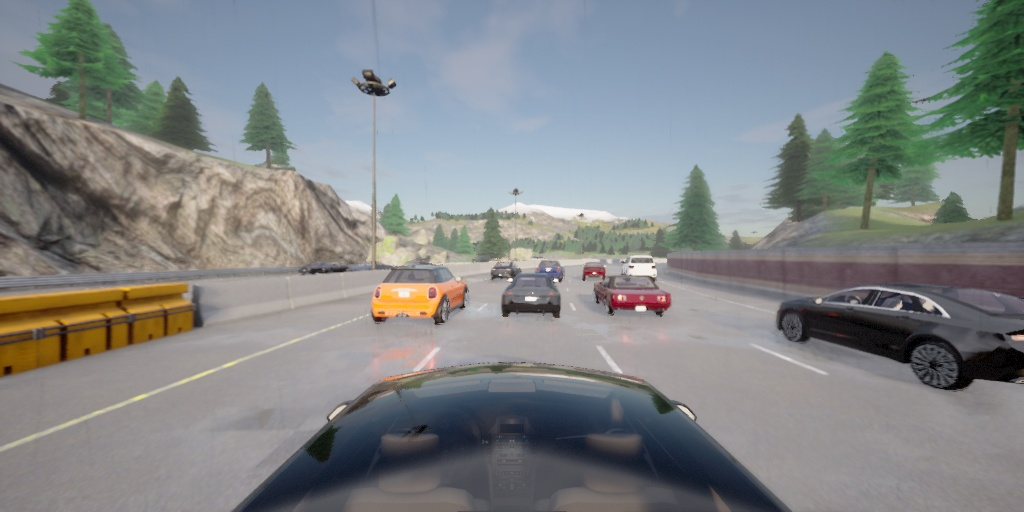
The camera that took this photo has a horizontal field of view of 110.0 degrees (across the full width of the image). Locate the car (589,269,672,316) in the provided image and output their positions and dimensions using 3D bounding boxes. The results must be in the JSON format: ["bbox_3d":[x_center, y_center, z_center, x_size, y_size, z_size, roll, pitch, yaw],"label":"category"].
[{"bbox_3d":[4.250,1.355,13.455,1.895,1.301,4.718,0,0,5],"label":"car"}]

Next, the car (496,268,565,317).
[{"bbox_3d":[0.759,1.309,13.194,1.994,1.385,4.181,0,0,5],"label":"car"}]

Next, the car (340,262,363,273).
[{"bbox_3d":[-13.756,1.243,34.870,2.033,1.411,5.357,0,0,13],"label":"car"}]

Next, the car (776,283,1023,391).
[{"bbox_3d":[7.307,1.257,6.763,2.128,1.511,4.902,0,0,2],"label":"car"}]

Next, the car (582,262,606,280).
[{"bbox_3d":[7.212,1.229,31.412,1.882,1.535,5.008,0,0,13],"label":"car"}]

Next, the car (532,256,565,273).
[{"bbox_3d":[3.175,1.094,29.326,2.097,1.767,4.553,0,0,11],"label":"car"}]

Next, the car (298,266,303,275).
[{"bbox_3d":[-20.234,1.242,37.698,1.994,1.385,4.181,0,0,13],"label":"car"}]

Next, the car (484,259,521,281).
[{"bbox_3d":[-0.398,1.225,29.382,2.128,1.511,4.902,0,0,11],"label":"car"}]

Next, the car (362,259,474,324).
[{"bbox_3d":[-2.847,1.089,12.103,2.097,1.767,4.553,0,0,4],"label":"car"}]

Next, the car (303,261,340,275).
[{"bbox_3d":[-17.340,1.287,34.772,1.895,1.301,4.718,0,0,12],"label":"car"}]

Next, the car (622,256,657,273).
[{"bbox_3d":[10.242,0.982,29.101,2.150,2.045,5.566,0,0,12],"label":"car"}]
